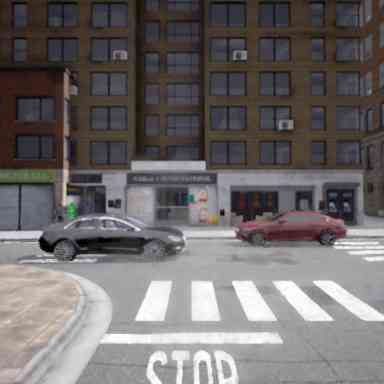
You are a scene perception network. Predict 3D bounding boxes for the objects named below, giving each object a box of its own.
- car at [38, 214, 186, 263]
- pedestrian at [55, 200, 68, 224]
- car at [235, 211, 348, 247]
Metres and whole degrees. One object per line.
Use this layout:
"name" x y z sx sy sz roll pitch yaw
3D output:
"car" -2.672 1.522 11.479 4.902 1.511 2.128 0 -1 0
"pedestrian" -6.849 1.331 17.358 0.375 1.860 0.375 0 -1 0
"car" 4.231 1.545 14.412 4.674 1.442 1.812 -1 -1 0
